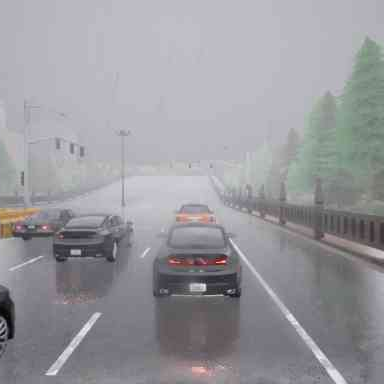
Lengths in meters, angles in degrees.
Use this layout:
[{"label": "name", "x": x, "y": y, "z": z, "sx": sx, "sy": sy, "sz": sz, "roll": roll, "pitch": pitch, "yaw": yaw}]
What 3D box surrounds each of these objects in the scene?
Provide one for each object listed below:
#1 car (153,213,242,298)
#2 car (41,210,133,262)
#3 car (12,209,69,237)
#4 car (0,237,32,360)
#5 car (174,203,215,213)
[{"label": "car", "x": 0.116, "y": 1.505, "z": 8.522, "sx": 1.837, "sy": 1.490, "sz": 4.892, "roll": 0, "pitch": 0, "yaw": 0}, {"label": "car", "x": -3.376, "y": 1.505, "z": 12.092, "sx": 1.837, "sy": 1.490, "sz": 4.892, "roll": 0, "pitch": 0, "yaw": 0}, {"label": "car", "x": -6.868, "y": 1.547, "z": 16.751, "sx": 2.033, "sy": 1.411, "sz": 5.357, "roll": 0, "pitch": 0, "yaw": 0}, {"label": "car", "x": -3.395, "y": 1.491, "z": 2.739, "sx": 2.128, "sy": 1.511, "sz": 4.902, "roll": 0, "pitch": 0, "yaw": 0}, {"label": "car", "x": 0.133, "y": 1.352, "z": 17.536, "sx": 2.097, "sy": 1.767, "sz": 4.553, "roll": 0, "pitch": 0, "yaw": 0}]
